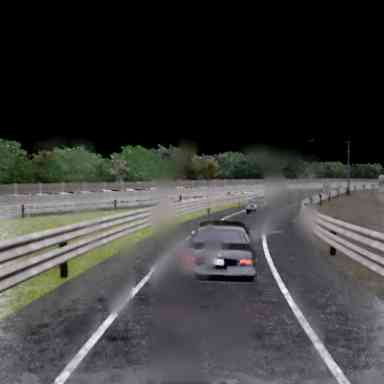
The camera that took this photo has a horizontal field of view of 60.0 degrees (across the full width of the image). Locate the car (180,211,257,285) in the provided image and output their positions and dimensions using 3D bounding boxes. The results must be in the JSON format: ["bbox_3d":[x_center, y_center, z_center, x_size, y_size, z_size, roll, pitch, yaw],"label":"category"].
[{"bbox_3d":[0.871,1.528,9.601,2.033,1.411,5.357,0,0,7],"label":"car"}]

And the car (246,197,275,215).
[{"bbox_3d":[6.178,1.194,29.818,2.033,1.411,5.357,1,2,22],"label":"car"}]
